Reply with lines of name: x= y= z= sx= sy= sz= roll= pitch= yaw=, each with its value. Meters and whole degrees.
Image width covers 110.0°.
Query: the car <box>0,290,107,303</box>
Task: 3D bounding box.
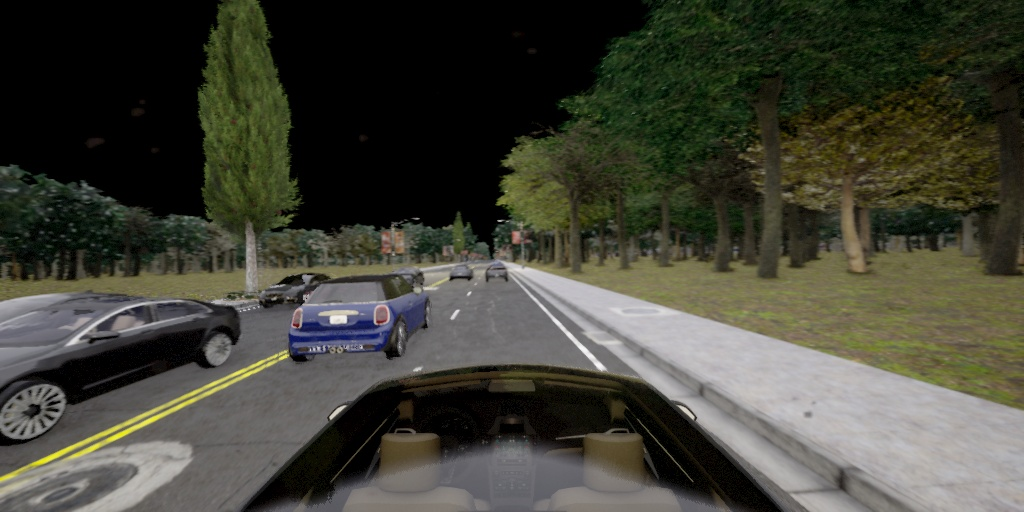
car: x=-10.011 y=1.572 z=7.746 sx=1.882 sy=1.535 sz=5.008 roll=-2 pitch=0 yaw=-3

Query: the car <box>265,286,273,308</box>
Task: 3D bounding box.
car: x=-10.498 y=1.636 z=18.052 sx=1.837 sy=1.490 sz=4.892 roll=-2 pitch=0 yaw=-2

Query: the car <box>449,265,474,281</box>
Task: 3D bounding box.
car: x=-4.660 y=1.542 z=33.442 sx=1.994 sy=1.385 sz=4.181 roll=-2 pitch=0 yaw=-2

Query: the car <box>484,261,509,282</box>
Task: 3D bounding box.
car: x=-1.292 y=1.347 z=30.459 sx=2.128 sy=1.511 sz=4.902 roll=-2 pitch=0 yaw=-3

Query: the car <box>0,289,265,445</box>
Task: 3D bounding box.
car: x=-6.657 y=1.471 z=5.693 sx=2.128 sy=1.511 sz=4.902 roll=-2 pitch=0 yaw=-3

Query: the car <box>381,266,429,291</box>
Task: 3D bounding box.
car: x=-7.620 y=1.546 z=26.023 sx=2.128 sy=1.511 sz=4.902 roll=-2 pitch=0 yaw=-2

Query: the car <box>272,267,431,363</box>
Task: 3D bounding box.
car: x=-3.380 y=1.227 z=8.891 sx=2.097 sy=1.767 sz=4.553 roll=-2 pitch=0 yaw=-3
